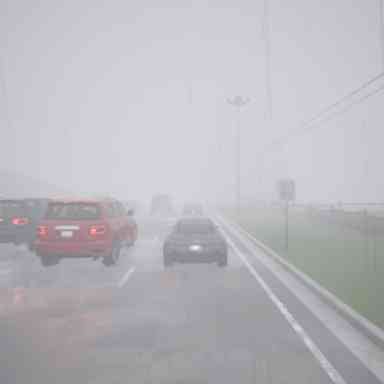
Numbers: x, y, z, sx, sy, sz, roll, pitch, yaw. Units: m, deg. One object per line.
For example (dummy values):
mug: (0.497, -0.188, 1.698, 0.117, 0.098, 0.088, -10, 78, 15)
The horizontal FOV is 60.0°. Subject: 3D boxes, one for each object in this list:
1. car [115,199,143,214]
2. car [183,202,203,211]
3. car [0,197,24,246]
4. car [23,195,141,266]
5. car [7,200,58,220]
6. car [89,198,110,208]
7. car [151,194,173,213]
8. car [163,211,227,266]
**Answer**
car: (-6.892, 1.551, 36.755, 2.128, 1.511, 4.902, 0, 0, 0)
car: (0.108, 1.655, 33.204, 1.895, 1.301, 4.718, 0, 0, 0)
car: (-6.896, 1.243, 14.286, 2.150, 2.045, 5.566, 0, 0, 0)
car: (-3.396, 1.239, 11.712, 2.150, 2.045, 5.566, 0, 0, 0)
car: (-13.894, 1.541, 29.378, 2.128, 1.511, 4.902, 0, 0, 0)
car: (-13.890, 1.647, 49.990, 1.994, 1.385, 4.181, 0, 0, 0)
car: (-3.391, 1.282, 38.000, 2.150, 2.045, 5.566, 0, 0, 0)
car: (0.102, 1.584, 11.620, 1.994, 1.385, 4.181, 0, 0, 0)
